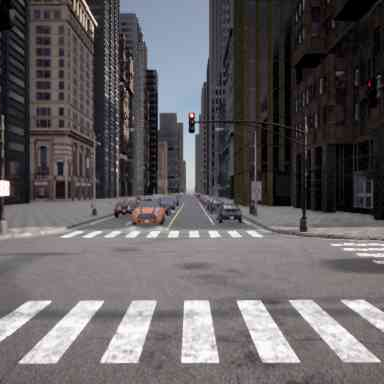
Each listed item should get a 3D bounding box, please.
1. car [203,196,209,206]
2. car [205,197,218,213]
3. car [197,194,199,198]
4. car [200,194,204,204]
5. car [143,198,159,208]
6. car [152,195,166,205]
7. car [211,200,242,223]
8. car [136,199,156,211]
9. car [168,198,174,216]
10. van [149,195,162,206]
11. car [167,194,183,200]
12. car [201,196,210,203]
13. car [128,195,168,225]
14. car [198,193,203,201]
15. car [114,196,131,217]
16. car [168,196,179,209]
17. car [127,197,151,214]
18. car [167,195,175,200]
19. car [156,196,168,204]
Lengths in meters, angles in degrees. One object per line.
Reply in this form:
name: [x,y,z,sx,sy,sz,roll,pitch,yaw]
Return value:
car: [2.751,1.538,42.072,1.887,1.381,4.507,0,0,0]
car: [2.752,1.544,36.432,2.008,1.369,4.403,0,0,0]
car: [2.743,1.548,75.915,1.887,1.381,4.507,0,0,0]
car: [2.748,1.435,53.353,1.967,1.590,4.097,0,0,0]
car: [-5.776,1.576,47.701,1.802,1.307,4.206,0,0,0]
car: [-5.779,1.436,58.983,1.967,1.590,4.097,0,0,0]
car: [2.754,1.545,25.150,2.008,1.369,4.403,0,0,0]
car: [-5.775,1.559,42.062,1.947,1.339,4.313,0,0,0]
car: [-3.100,1.595,33.148,1.895,1.301,4.718,0,0,0]
van: [-5.778,1.336,53.342,1.690,1.788,3.998,0,0,0]
car: [-3.029,1.486,53.015,2.128,1.511,4.902,0,0,0]
car: [2.744,1.526,70.445,1.752,1.417,4.829,0,0,0]
car: [-3.047,1.347,24.101,2.097,1.767,4.553,0,0,-2]
car: [2.745,1.438,64.634,1.967,1.590,4.097,0,0,0]
car: [-5.772,1.309,30.779,2.192,1.841,5.009,0,0,0]
car: [-3.087,1.541,42.901,2.033,1.411,5.357,0,0,0]
car: [-5.774,1.434,36.421,1.967,1.590,4.097,0,0,0]
car: [-5.787,1.541,92.657,1.752,1.417,4.829,0,0,0]
car: [-5.780,1.523,64.454,1.752,1.417,4.829,0,0,0]
